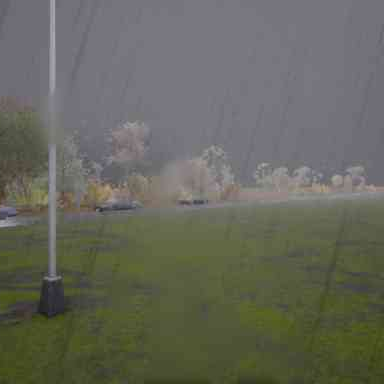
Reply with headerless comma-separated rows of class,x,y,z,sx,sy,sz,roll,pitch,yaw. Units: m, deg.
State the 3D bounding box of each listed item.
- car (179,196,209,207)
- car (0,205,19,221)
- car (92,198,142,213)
car,0.263,1.266,44.719,1.895,1.301,4.718,0,1,36
car,-15.285,1.437,23.531,2.033,1.411,5.357,0,1,36
car,-7.529,1.328,34.110,2.033,1.411,5.357,0,1,36
